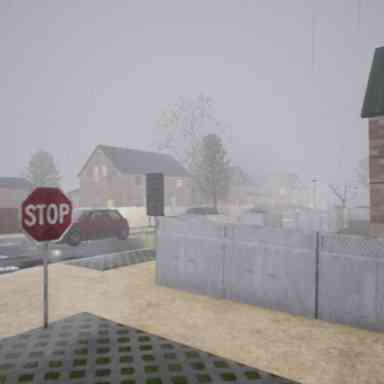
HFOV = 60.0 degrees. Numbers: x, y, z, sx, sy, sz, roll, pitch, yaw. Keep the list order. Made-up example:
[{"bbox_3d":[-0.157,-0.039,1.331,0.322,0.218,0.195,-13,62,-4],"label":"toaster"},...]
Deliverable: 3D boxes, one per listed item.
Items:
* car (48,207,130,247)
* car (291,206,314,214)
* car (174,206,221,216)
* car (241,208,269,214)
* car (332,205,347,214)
[{"bbox_3d":[-5.341,1.650,16.861,2.097,1.767,4.553,-1,-2,34],"label":"car"},{"bbox_3d":[15.356,2.668,45.819,2.033,1.411,5.357,-1,-2,35],"label":"car"},{"bbox_3d":[0.376,1.875,24.944,2.097,1.767,4.553,-1,-2,36],"label":"car"},{"bbox_3d":[6.139,2.312,33.019,1.994,1.385,4.181,-1,-2,36],"label":"car"},{"bbox_3d":[23.306,2.791,52.068,1.837,1.490,4.892,-1,-2,35],"label":"car"}]
